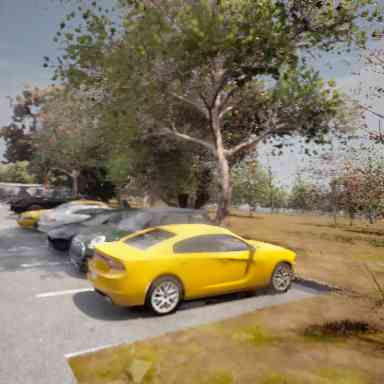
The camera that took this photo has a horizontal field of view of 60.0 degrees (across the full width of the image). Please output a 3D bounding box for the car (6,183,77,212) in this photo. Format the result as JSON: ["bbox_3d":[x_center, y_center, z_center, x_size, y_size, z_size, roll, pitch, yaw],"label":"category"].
[{"bbox_3d":[-8.591,0.671,21.480,5.566,2.045,2.435,2,1,-33],"label":"car"}]

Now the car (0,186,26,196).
[{"bbox_3d":[-30.979,-0.199,56.466,4.674,1.452,2.002,2,0,-33],"label":"car"}]

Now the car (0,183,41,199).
[{"bbox_3d":[-23.536,-0.133,44.781,5.566,2.045,2.435,2,0,-33],"label":"car"}]

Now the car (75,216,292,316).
[{"bbox_3d":[0.239,1.491,7.567,5.008,1.535,2.097,2,1,-33],"label":"car"}]

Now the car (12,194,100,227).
[{"bbox_3d":[-5.804,1.104,16.701,5.366,1.575,1.946,2,1,-33],"label":"car"}]

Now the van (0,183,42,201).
[{"bbox_3d":[-20.631,0.033,40.066,4.442,1.987,1.878,2,0,-33],"label":"van"}]

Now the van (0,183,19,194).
[{"bbox_3d":[-36.831,-0.748,65.865,4.442,1.987,1.878,2,0,-33],"label":"van"}]

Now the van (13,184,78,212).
[{"bbox_3d":[-11.564,0.506,26.299,4.442,1.987,1.878,2,1,-33],"label":"van"}]

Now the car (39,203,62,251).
[{"bbox_3d":[-2.695,1.333,12.118,4.792,1.488,2.163,2,1,-33],"label":"car"}]

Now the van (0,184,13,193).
[{"bbox_3d":[-44.279,-0.945,77.521,4.442,1.987,1.878,2,-1,-33],"label":"van"}]

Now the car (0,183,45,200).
[{"bbox_3d":[-22.046,-0.061,42.447,5.566,2.045,2.435,2,0,-33],"label":"car"}]

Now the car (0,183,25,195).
[{"bbox_3d":[-34.038,-0.638,61.224,5.566,2.045,2.435,2,0,-33],"label":"car"}]

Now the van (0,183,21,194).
[{"bbox_3d":[-35.407,-0.680,63.637,4.442,1.987,1.878,2,0,-33],"label":"van"}]

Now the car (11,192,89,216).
[{"bbox_3d":[-10.141,0.854,23.786,4.792,1.488,2.163,2,1,-33],"label":"car"}]

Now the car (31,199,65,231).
[{"bbox_3d":[-4.163,1.248,14.466,4.674,1.452,2.002,2,1,-33],"label":"car"}]

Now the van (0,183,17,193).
[{"bbox_3d":[-38.589,-0.830,68.185,4.442,1.987,1.878,2,0,-33],"label":"van"}]

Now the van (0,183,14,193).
[{"bbox_3d":[-41.493,-0.898,72.728,4.442,1.987,1.878,2,-1,-33],"label":"van"}]

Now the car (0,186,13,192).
[{"bbox_3d":[-45.882,-0.750,79.786,4.892,1.521,2.231,2,-1,-33],"label":"car"}]

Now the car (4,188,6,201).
[{"bbox_3d":[-13.139,0.668,28.589,4.792,1.488,2.163,2,1,-33],"label":"car"}]

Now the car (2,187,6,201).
[{"bbox_3d":[-14.558,0.588,30.813,4.792,1.488,2.163,2,1,-33],"label":"car"}]

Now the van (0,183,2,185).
[{"bbox_3d":[-18.944,0.112,37.857,4.442,1.987,1.878,2,0,-33],"label":"van"}]

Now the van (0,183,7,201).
[{"bbox_3d":[-16.144,0.252,33.055,4.442,1.987,1.878,2,1,-33],"label":"van"}]

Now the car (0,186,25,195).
[{"bbox_3d":[-32.471,-0.311,58.799,5.008,1.535,2.097,2,0,-33],"label":"car"}]

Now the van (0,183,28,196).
[{"bbox_3d":[-29.445,-0.393,54.301,4.442,1.987,1.878,2,0,-33],"label":"van"}]

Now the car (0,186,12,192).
[{"bbox_3d":[-47.373,-0.778,82.121,5.008,1.535,2.097,2,-1,-33],"label":"car"}]

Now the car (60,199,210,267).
[{"bbox_3d":[-1.215,1.271,9.920,4.553,1.767,2.185,2,1,-33],"label":"car"}]
